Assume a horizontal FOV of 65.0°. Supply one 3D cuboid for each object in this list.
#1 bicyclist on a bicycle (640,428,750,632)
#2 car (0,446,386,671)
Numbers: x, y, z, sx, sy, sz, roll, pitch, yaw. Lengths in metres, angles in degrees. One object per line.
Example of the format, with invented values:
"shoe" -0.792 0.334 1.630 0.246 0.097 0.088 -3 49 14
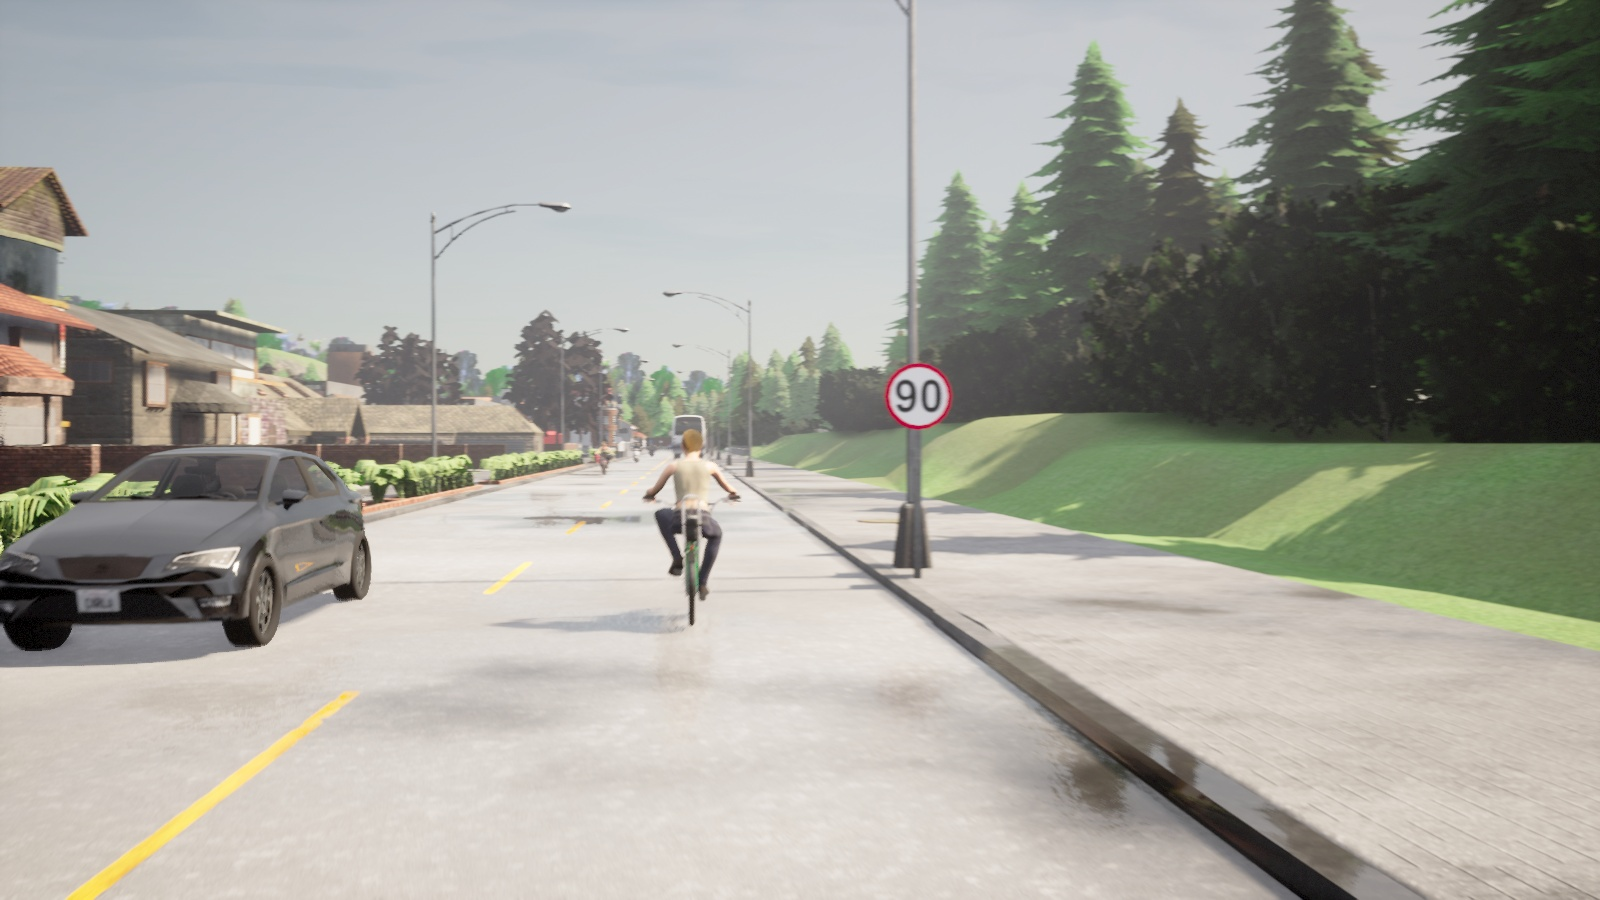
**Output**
"bicyclist on a bicycle" -0.887 0.627 10.684 0.866 1.612 1.509 0 0 -5
"car" -4.869 0.706 10.393 1.816 1.474 4.193 0 0 -5
